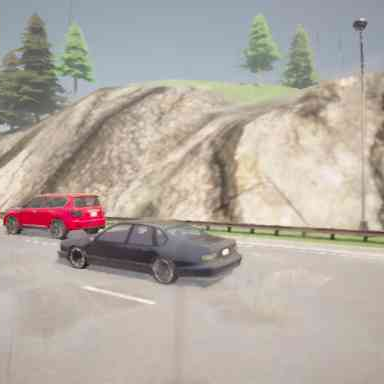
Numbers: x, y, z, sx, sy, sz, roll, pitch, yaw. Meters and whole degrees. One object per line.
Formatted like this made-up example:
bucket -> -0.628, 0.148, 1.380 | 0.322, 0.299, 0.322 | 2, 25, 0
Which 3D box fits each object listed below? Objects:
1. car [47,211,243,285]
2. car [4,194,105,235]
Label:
car -> -1.343, 1.467, 9.187 | 5.357, 1.411, 2.033 | 0, 1, 32
car -> -6.827, 1.109, 16.494 | 5.566, 2.045, 2.150 | 0, 0, 29
